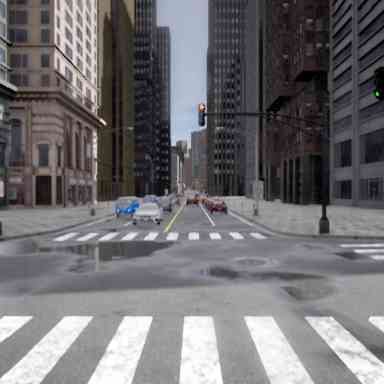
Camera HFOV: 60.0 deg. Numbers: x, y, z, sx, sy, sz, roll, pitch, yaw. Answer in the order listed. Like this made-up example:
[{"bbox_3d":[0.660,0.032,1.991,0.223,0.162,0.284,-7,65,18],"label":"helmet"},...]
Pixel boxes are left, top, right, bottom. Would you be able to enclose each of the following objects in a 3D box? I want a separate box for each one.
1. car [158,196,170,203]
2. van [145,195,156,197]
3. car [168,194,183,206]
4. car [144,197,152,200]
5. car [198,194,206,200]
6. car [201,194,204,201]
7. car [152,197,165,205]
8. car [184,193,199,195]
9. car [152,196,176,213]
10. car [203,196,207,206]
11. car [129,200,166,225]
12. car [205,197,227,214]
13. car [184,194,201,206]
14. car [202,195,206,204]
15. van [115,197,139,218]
[{"bbox_3d":[-5.800,1.556,68.732,2.008,1.369,4.403,0,0,0],"label":"car"},{"bbox_3d":[-5.796,1.338,46.632,1.690,1.788,3.998,0,0,0],"label":"van"},{"bbox_3d":[-3.044,1.493,56.601,2.128,1.511,4.902,0,0,0],"label":"car"},{"bbox_3d":[-5.792,1.539,35.582,1.887,1.381,4.507,0,0,0],"label":"car"},{"bbox_3d":[2.729,1.453,90.822,1.967,1.590,4.097,0,0,0],"label":"car"},{"bbox_3d":[2.752,1.524,52.313,1.752,1.417,4.829,0,0,0],"label":"car"},{"bbox_3d":[-5.797,1.583,57.682,1.802,1.307,4.206,0,0,0],"label":"car"},{"bbox_3d":[-0.025,1.495,65.281,2.128,1.511,4.902,0,0,0],"label":"car"},{"bbox_3d":[-3.112,1.500,36.815,1.837,1.490,4.892,0,0,0],"label":"car"},{"bbox_3d":[2.759,1.540,41.093,1.887,1.381,4.507,0,0,0],"label":"car"},{"bbox_3d":[-3.111,1.519,24.124,1.812,1.442,4.674,0,0,-2],"label":"car"},{"bbox_3d":[2.763,1.539,35.567,1.887,1.381,4.507,0,0,0],"label":"car"},{"bbox_3d":[0.030,1.478,54.901,1.882,1.535,5.008,0,0,0],"label":"car"},{"bbox_3d":[2.756,1.542,46.618,1.887,1.381,4.507,0,0,0],"label":"car"},{"bbox_3d":[-5.792,1.335,30.057,1.690,1.788,3.998,0,0,0],"label":"van"}]
